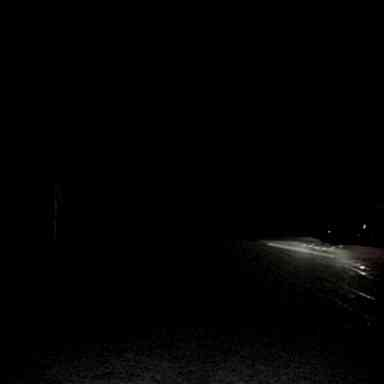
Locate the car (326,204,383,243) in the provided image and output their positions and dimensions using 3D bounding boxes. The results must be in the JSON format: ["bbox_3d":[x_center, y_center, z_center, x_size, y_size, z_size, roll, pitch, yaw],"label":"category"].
[{"bbox_3d":[8.255,1.349,15.491,5.008,1.535,1.882,0,1,-35],"label":"car"}]
